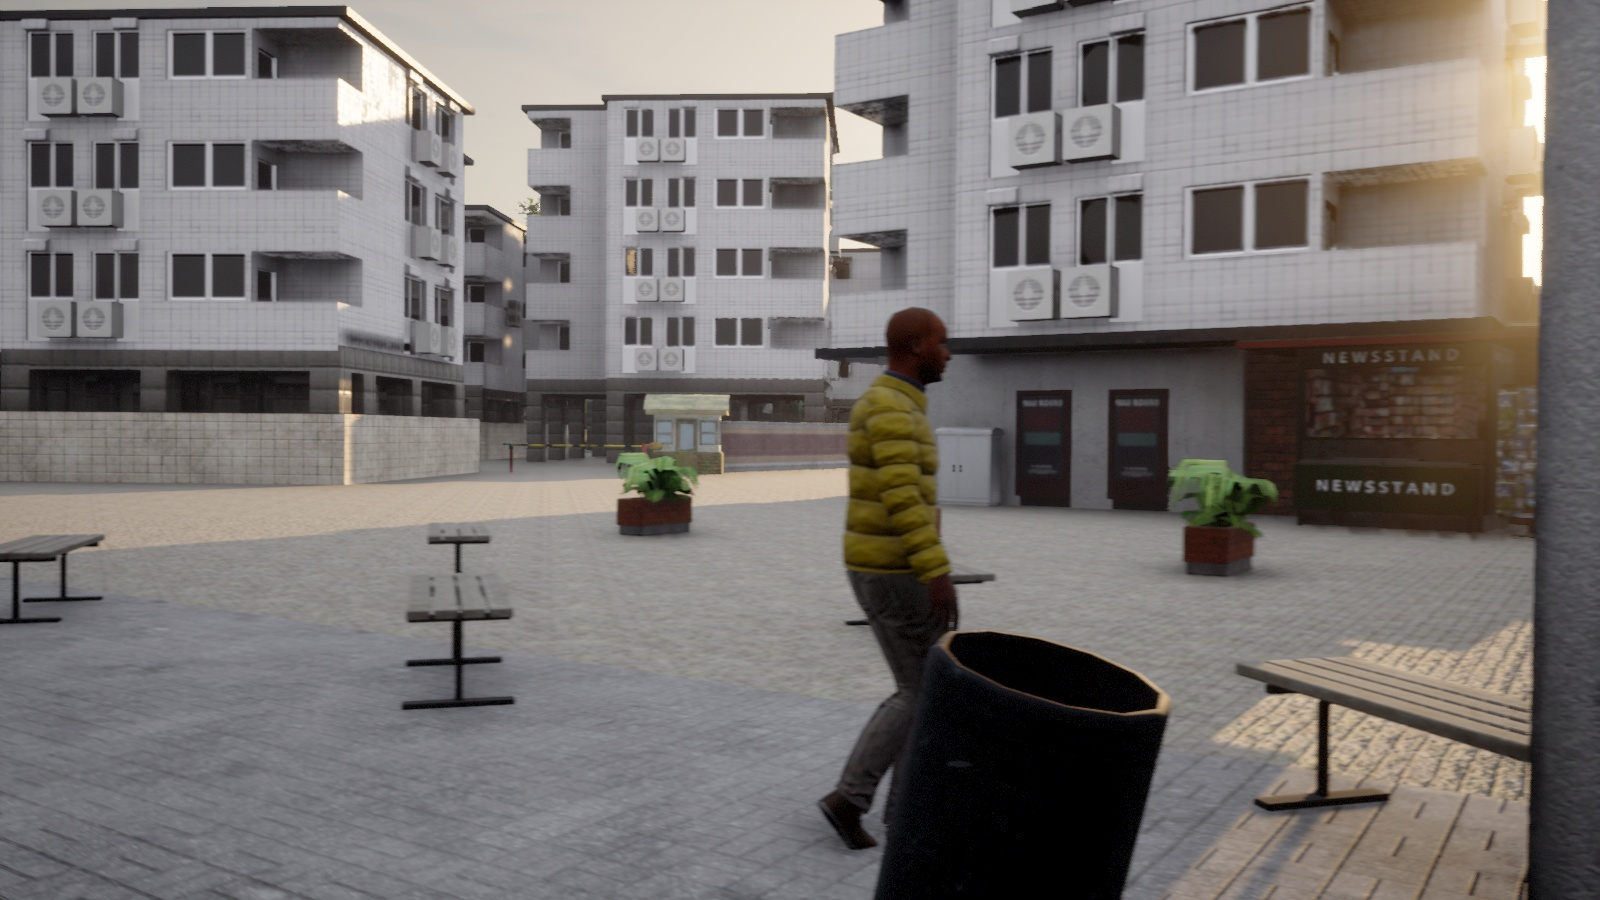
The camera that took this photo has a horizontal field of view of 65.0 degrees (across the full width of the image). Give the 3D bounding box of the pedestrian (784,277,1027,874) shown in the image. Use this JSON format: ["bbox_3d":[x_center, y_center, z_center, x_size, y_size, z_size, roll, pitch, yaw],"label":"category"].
[{"bbox_3d":[0.327,0.383,4.067,0.726,1.835,0.370,-1,1,-3],"label":"pedestrian"}]
